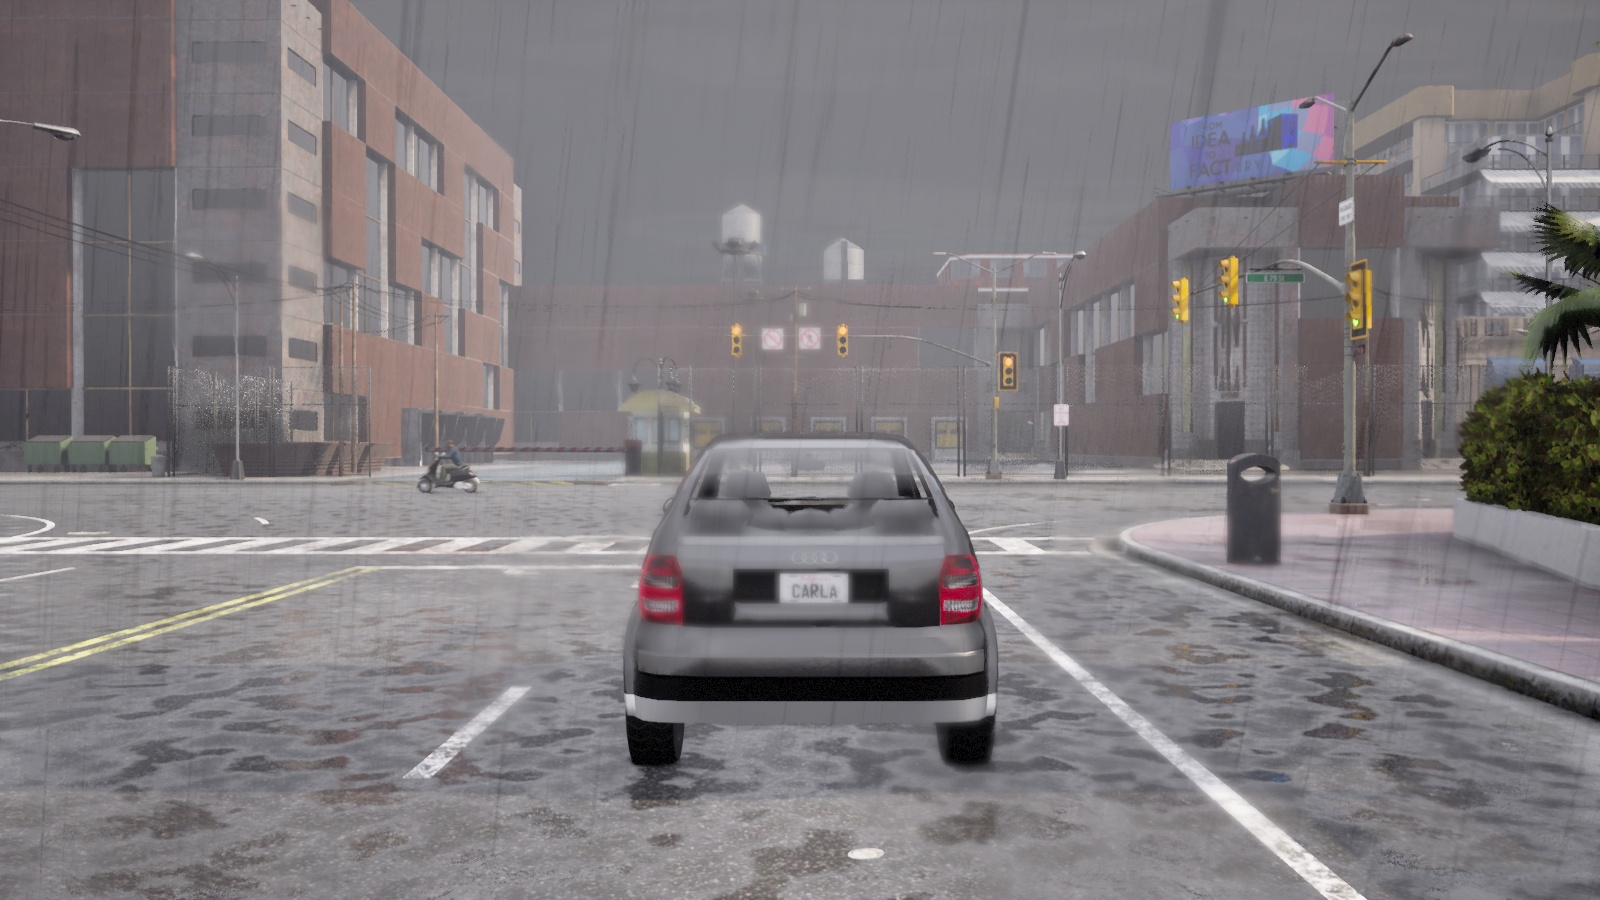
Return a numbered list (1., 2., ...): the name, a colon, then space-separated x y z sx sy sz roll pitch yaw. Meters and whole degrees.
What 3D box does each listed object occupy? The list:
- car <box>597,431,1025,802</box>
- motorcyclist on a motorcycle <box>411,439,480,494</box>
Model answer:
1. car: 0.051 0.683 7.106 1.789 1.549 3.705 0 0 0
2. motorcyclist on a motorcycle: -10.406 0.474 36.923 1.817 1.590 0.866 0 0 -2
